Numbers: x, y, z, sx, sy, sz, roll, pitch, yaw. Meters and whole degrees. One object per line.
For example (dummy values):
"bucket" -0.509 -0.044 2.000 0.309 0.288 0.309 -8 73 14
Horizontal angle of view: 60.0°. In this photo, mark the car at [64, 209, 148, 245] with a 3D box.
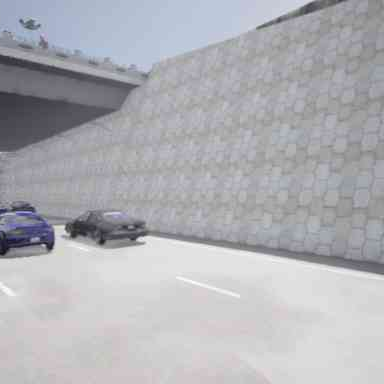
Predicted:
"car" -4.149 1.500 15.501 2.033 1.411 5.357 -1 1 -41

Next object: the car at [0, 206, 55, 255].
"car" -7.046 1.530 13.503 1.812 1.442 4.674 -1 1 -41

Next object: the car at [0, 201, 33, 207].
"car" -14.328 1.495 27.179 1.882 1.535 5.008 -1 1 -41
